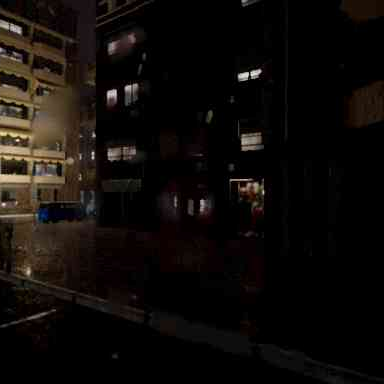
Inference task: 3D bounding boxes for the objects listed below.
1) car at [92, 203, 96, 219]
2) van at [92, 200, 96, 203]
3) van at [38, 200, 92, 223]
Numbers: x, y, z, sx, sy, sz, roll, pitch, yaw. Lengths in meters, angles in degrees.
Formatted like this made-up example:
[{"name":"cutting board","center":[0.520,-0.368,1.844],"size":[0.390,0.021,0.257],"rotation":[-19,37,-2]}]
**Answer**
[{"name":"car","center":[-7.775,2.034,32.677],"size":[1.947,1.339,4.313],"rotation":[-1,-2,35]},{"name":"van","center":[-11.417,1.903,41.985],"size":[1.690,1.788,3.998],"rotation":[-1,-2,35]},{"name":"van","center":[-10.840,1.703,28.064],"size":[1.690,1.788,3.998],"rotation":[-1,-2,35]}]
